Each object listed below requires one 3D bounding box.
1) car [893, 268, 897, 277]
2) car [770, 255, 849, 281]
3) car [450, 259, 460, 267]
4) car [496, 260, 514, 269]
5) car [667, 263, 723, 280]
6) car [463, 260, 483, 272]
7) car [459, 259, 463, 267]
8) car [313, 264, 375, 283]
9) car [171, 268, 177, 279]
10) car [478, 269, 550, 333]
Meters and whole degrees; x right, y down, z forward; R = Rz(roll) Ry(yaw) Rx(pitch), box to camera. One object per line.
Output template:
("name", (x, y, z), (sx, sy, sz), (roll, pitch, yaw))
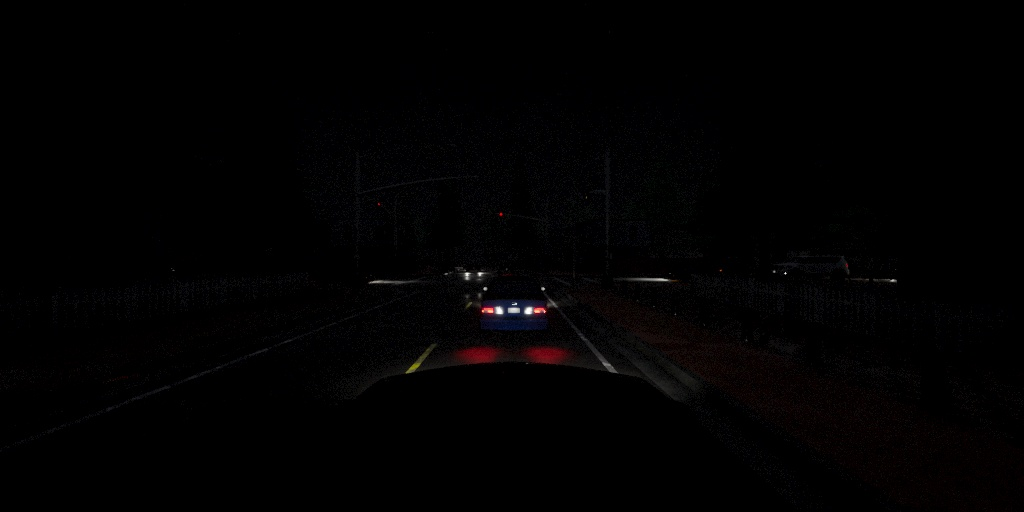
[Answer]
("car", (34.525, 1.087, 29.584), (4.553, 1.767, 2.097), (0, 0, 2))
("car", (24.679, 0.956, 29.892), (5.566, 2.045, 2.150), (0, 0, 1))
("car", (-9.701, 1.263, 64.372), (2.033, 1.411, 5.357), (0, 0, -23))
("car", (-0.799, 1.220, 43.570), (1.837, 1.490, 4.892), (0, 0, -5))
("car", (15.314, 1.299, 30.171), (4.181, 1.385, 1.994), (0, 0, 2))
("car", (-4.779, 1.220, 44.682), (1.837, 1.490, 4.892), (0, 0, -6))
("car", (-6.316, 1.263, 54.340), (2.033, 1.411, 5.357), (0, 0, -14))
("car", (-12.763, 1.298, 27.377), (4.181, 1.385, 1.994), (0, 0, 0))
("car", (-28.851, 1.086, 27.761), (4.553, 1.767, 2.097), (0, 0, 2))
("car", (0.062, 1.297, 10.754), (2.033, 1.411, 5.357), (0, 0, 0))
